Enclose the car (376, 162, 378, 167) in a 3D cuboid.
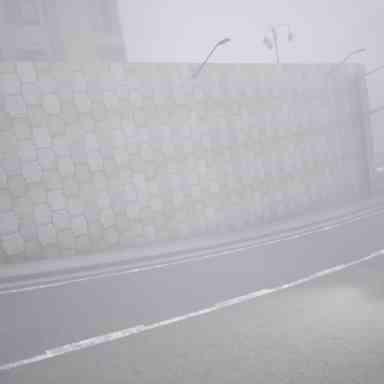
[{"bbox_3d":[17.478,-3.011,35.648,1.994,1.385,4.181,-15,9,-34],"label":"car"}]
